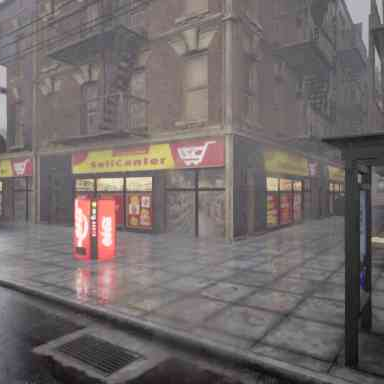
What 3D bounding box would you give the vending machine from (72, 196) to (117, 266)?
[{"bbox_3d":[-3.141,1.195,10.808,0.880,2.100,1.100,0,0,34],"label":"vending machine"}]
